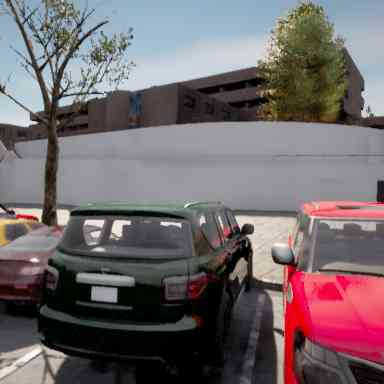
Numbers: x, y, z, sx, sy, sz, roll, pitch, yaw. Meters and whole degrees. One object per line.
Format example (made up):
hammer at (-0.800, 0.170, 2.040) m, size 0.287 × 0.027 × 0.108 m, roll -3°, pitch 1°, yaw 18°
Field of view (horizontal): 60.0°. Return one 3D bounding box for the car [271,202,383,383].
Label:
car at (2.262, 1.180, 4.159) m, size 2.435 × 2.045 × 5.566 m, roll 1°, pitch -1°, yaw 15°

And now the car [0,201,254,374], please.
car at (-0.187, 1.182, 5.955) m, size 2.435 × 2.045 × 5.566 m, roll 0°, pitch -1°, yaw 15°
